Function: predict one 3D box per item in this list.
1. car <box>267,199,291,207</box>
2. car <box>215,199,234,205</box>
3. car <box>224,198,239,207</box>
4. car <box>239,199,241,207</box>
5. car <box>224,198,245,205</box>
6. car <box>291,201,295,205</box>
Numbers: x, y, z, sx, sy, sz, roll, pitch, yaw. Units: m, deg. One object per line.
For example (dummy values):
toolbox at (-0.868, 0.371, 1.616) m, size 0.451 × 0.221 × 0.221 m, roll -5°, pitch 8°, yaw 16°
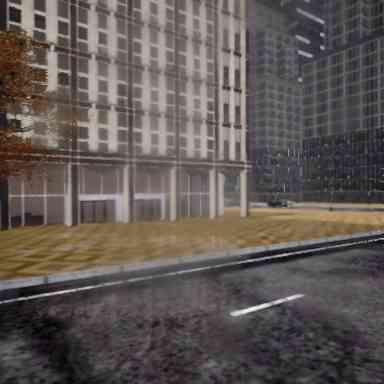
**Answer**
car at (16.723, 2.309, 65.448) m, size 1.994 × 1.385 × 4.181 m, roll 0°, pitch -1°, yaw -35°
car at (7.584, 2.335, 78.379) m, size 1.812 × 1.442 × 4.674 m, roll 0°, pitch -1°, yaw -35°
car at (6.939, 2.446, 68.026) m, size 1.994 × 1.385 × 4.181 m, roll 0°, pitch -1°, yaw -35°
car at (9.611, 2.405, 69.882) m, size 2.033 × 1.411 × 5.357 m, roll 0°, pitch -1°, yaw -35°
car at (10.238, 2.313, 80.254) m, size 2.128 × 1.511 × 4.902 m, roll 0°, pitch -1°, yaw -35°
car at (18.638, 2.171, 68.369) m, size 1.895 × 1.301 × 4.718 m, roll 0°, pitch -1°, yaw -35°
